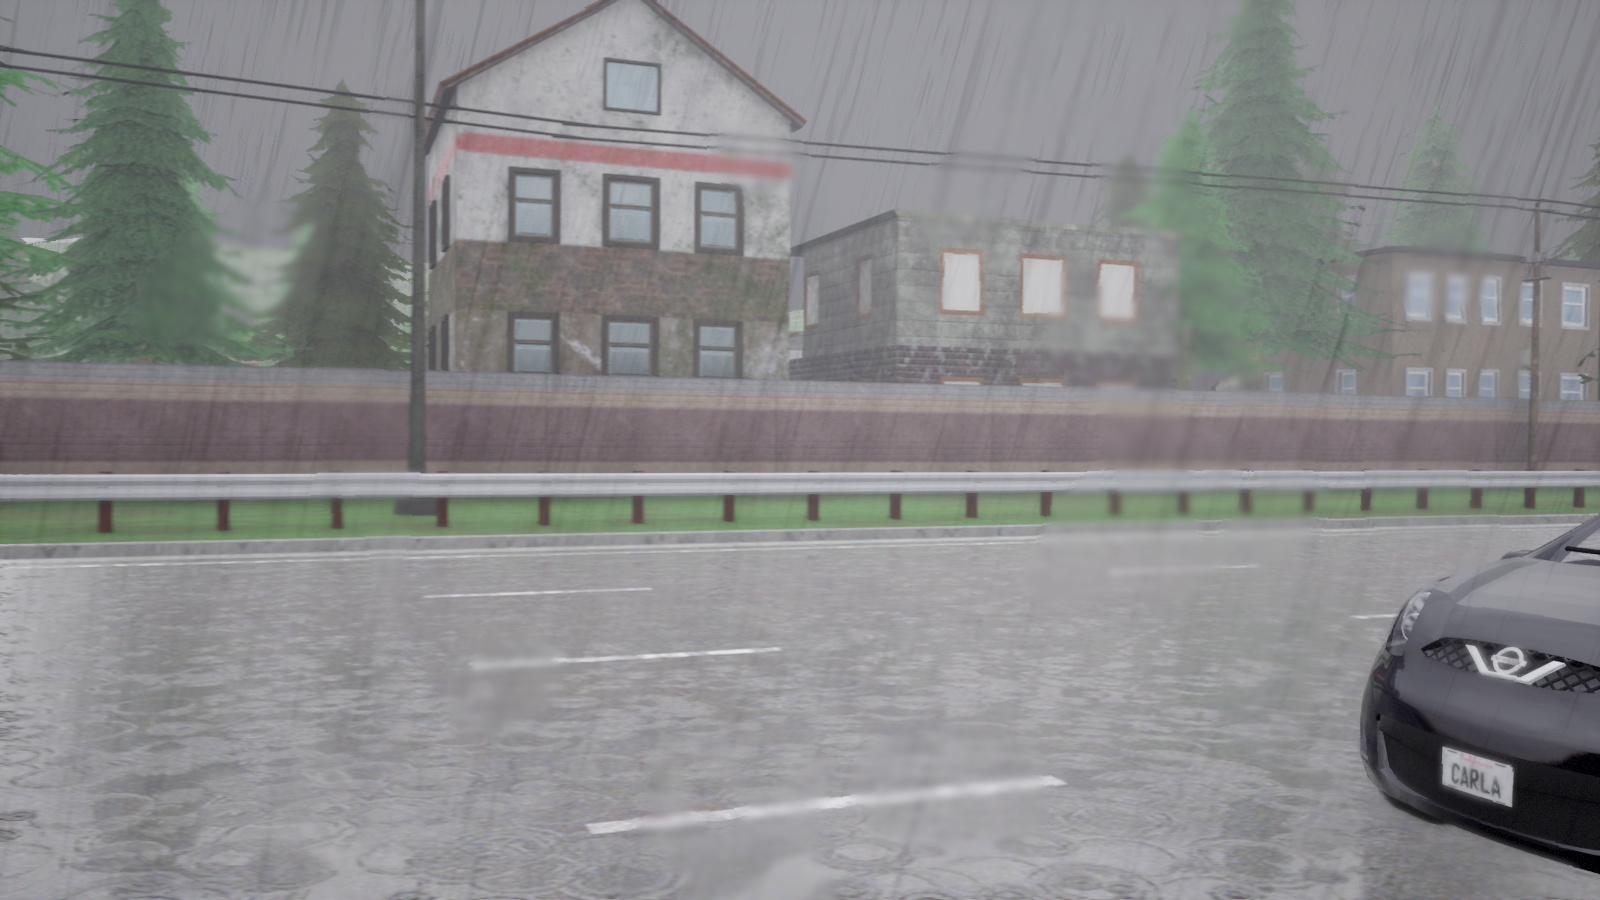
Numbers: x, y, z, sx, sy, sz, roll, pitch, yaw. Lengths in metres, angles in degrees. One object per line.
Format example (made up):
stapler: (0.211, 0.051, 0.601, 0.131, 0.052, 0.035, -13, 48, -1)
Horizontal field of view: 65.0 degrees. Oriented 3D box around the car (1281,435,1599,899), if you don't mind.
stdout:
car: (3.922, 0.693, 4.728, 3.633, 1.501, 1.845, -1, 1, -21)
